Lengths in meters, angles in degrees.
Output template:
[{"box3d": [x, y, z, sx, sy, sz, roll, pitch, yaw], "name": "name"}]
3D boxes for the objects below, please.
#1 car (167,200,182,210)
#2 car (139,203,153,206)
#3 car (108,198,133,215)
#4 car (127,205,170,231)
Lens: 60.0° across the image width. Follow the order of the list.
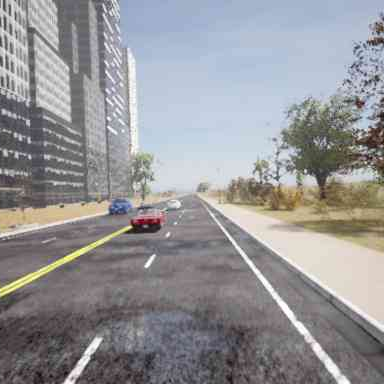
[{"box3d": [-2.579, 1.877, 48.057, 1.812, 1.442, 4.674, -2, 0, 1], "name": "car"}, {"box3d": [-5.985, 2.066, 43.316, 1.895, 1.301, 4.718, -2, 0, 1], "name": "car"}, {"box3d": [-9.242, 1.824, 43.440, 2.150, 2.045, 5.566, -2, -1, 1], "name": "car"}, {"box3d": [-2.847, 1.832, 22.726, 1.895, 1.301, 4.718, -2, 0, 1], "name": "car"}]
